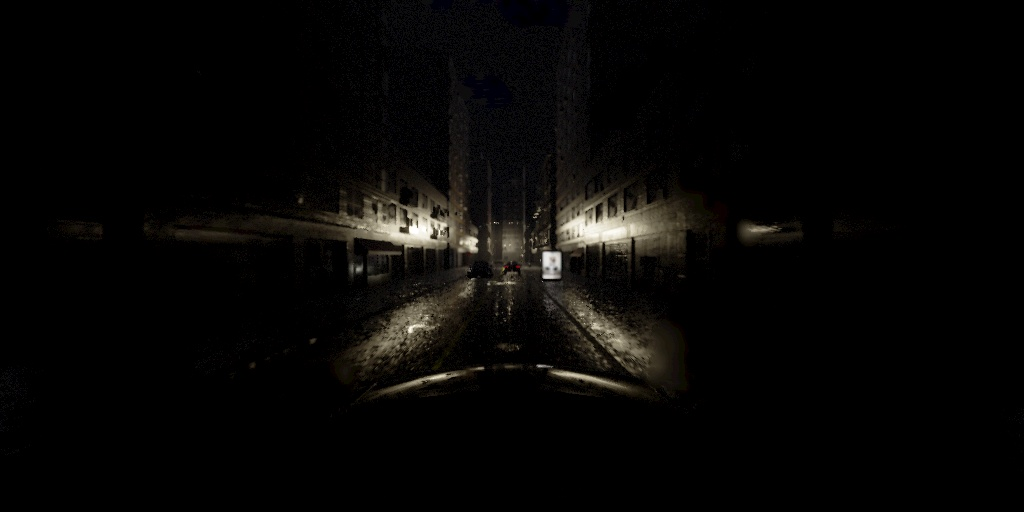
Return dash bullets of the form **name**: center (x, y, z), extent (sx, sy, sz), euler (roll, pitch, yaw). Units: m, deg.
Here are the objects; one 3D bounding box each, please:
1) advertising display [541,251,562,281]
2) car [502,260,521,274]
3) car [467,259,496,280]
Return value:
- **advertising display**: center (3.013, 0.845, 27.177), extent (1.540, 2.440, 0.280), euler (0, 0, 0)
- **car**: center (0.056, 1.376, 42.440), extent (1.812, 1.442, 4.674), euler (0, 0, 1)
- **car**: center (-2.839, 1.184, 32.994), extent (2.097, 1.767, 4.553), euler (0, 0, 0)
